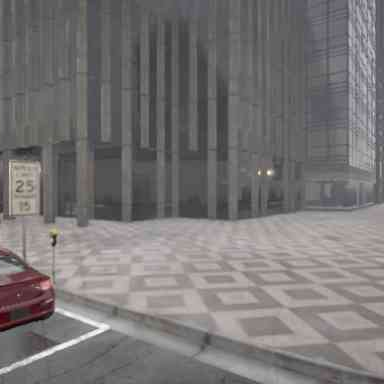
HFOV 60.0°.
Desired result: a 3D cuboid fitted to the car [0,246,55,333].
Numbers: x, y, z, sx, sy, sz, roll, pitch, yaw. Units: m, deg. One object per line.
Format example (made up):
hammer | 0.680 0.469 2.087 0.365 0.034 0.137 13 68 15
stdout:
car | -4.111 1.572 5.900 4.206 1.307 1.802 0 0 36
